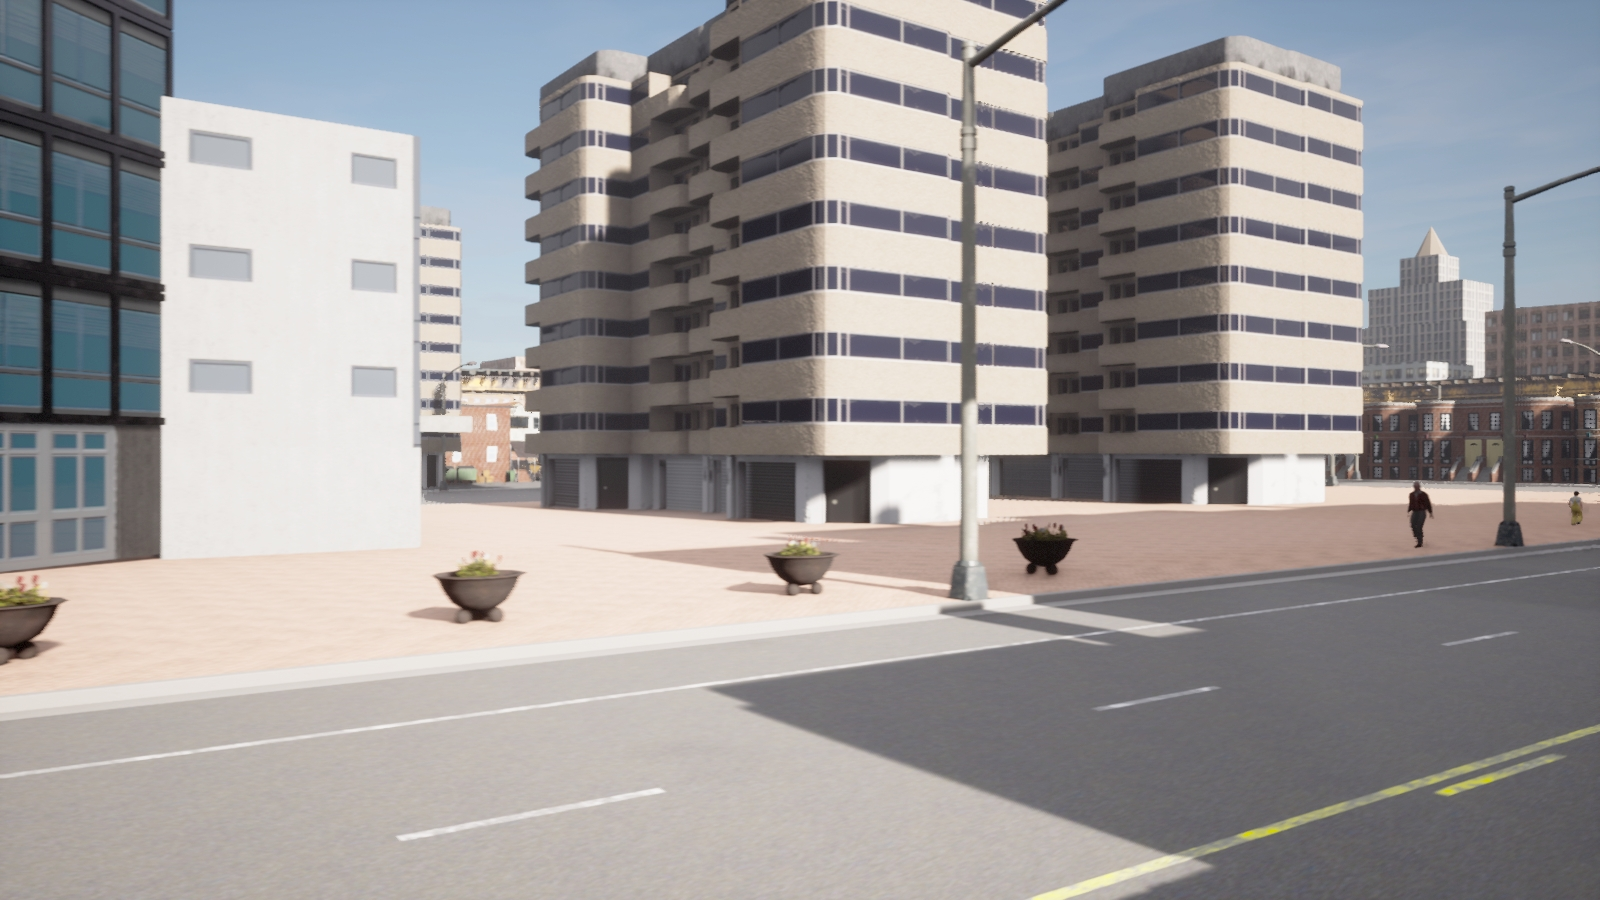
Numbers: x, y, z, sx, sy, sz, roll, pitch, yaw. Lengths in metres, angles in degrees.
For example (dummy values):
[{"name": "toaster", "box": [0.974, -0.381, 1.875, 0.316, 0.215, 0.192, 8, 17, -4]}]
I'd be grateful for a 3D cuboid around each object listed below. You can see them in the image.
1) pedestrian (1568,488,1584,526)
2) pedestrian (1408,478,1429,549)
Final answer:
[{"name": "pedestrian", "box": [27.355, 1.994, 40.281, 0.375, 1.300, 0.375, 0, 0, -39]}, {"name": "pedestrian", "box": [16.581, 1.698, 30.624, 0.375, 1.860, 0.375, 0, 0, -34]}]
